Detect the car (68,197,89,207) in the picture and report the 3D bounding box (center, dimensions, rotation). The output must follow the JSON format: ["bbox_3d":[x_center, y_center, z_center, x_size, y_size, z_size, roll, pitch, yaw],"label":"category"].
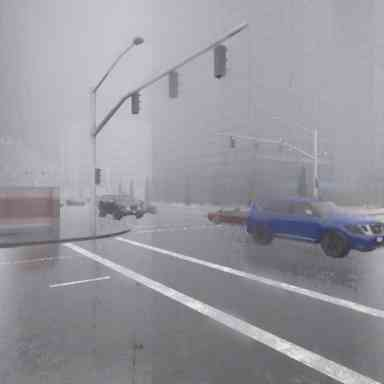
[{"bbox_3d":[-17.718,1.477,50.551,1.882,1.535,5.008,0,0,-35],"label":"car"}]

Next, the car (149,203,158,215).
[{"bbox_3d":[-5.079,1.564,32.859,1.994,1.385,4.181,0,0,-36],"label":"car"}]

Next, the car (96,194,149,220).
[{"bbox_3d":[-6.125,1.222,28.314,2.150,2.045,5.566,0,0,-36],"label":"car"}]

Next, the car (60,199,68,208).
[{"bbox_3d":[-19.794,1.548,47.425,2.033,1.411,5.357,0,0,-35],"label":"car"}]

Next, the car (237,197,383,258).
[{"bbox_3d":[4.629,1.221,13.296,2.150,2.045,5.566,0,0,-36],"label":"car"}]

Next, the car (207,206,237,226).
[{"bbox_3d":[3.085,1.601,21.462,1.895,1.301,4.718,0,0,-36],"label":"car"}]

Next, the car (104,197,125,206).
[{"bbox_3d":[-13.119,1.526,56.451,1.812,1.442,4.674,0,0,-36],"label":"car"}]
